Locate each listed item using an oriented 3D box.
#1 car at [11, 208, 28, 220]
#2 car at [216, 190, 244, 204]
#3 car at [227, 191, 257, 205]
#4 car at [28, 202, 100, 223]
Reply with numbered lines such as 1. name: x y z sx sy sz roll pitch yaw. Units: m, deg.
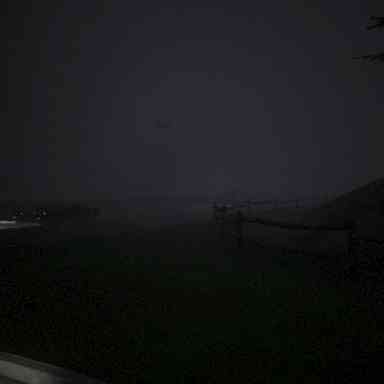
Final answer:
1. car: -11.967 1.511 27.769 2.033 1.411 5.357 -1 1 40
2. car: 5.853 0.715 49.054 2.150 2.045 5.566 -1 0 40
3. car: 7.105 1.029 45.120 1.812 1.442 4.674 -1 0 40
4. car: -9.475 1.543 25.290 1.895 1.301 4.718 -1 1 40
